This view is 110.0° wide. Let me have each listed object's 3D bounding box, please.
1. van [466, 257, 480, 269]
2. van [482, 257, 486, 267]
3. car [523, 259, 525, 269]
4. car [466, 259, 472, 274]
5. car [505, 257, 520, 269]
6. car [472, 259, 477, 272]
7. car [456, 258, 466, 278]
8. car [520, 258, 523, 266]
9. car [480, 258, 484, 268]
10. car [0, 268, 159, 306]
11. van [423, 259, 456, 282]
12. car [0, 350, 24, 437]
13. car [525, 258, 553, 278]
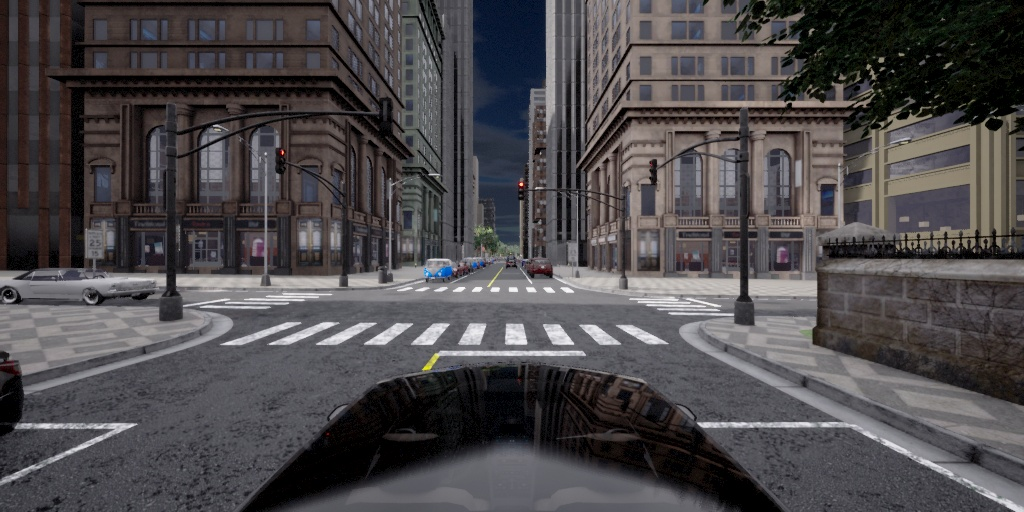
[{"bbox_3d":[-5.859,1.134,50.199,1.690,1.789,3.998,0,0,0],"label":"van"},{"bbox_3d":[-5.880,1.151,61.081,1.690,1.789,3.998,0,0,0],"label":"van"},{"bbox_3d":[2.688,1.092,39.341,2.192,1.841,5.009,0,0,0],"label":"car"},{"bbox_3d":[-5.837,1.322,39.316,1.888,1.381,4.507,0,0,0],"label":"car"},{"bbox_3d":[-0.062,1.312,59.091,1.837,1.490,4.892,0,0,1],"label":"car"},{"bbox_3d":[-5.848,1.351,44.757,1.948,1.339,4.313,0,0,0],"label":"car"},{"bbox_3d":[-5.826,1.210,33.875,1.967,1.591,4.097,0,0,0],"label":"car"},{"bbox_3d":[2.656,1.352,55.663,2.007,1.370,4.403,0,0,0],"label":"car"},{"bbox_3d":[-5.870,1.347,55.640,1.888,1.381,4.507,0,0,0],"label":"car"},{"bbox_3d":[-16.565,1.120,13.679,4.718,1.301,1.895,1,0,0],"label":"car"},{"bbox_3d":[-5.815,1.105,28.434,1.690,1.789,3.998,0,0,0],"label":"van"},{"bbox_3d":[-5.762,1.316,1.777,1.948,1.339,4.313,0,0,0],"label":"car"},{"bbox_3d":[2.699,1.085,33.901,2.192,1.841,5.009,0,0,0],"label":"car"}]
